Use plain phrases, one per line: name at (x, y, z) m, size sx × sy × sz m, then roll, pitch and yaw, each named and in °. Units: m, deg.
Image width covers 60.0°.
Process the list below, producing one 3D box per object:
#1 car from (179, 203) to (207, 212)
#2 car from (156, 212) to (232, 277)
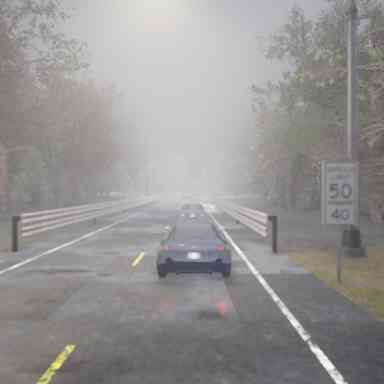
car at (0.049, 1.461, 22.818) m, size 2.033 × 1.411 × 5.357 m, roll 0°, pitch 0°, yaw 0°
car at (0.065, 1.523, 10.102) m, size 1.994 × 1.385 × 4.181 m, roll 0°, pitch 0°, yaw 0°
